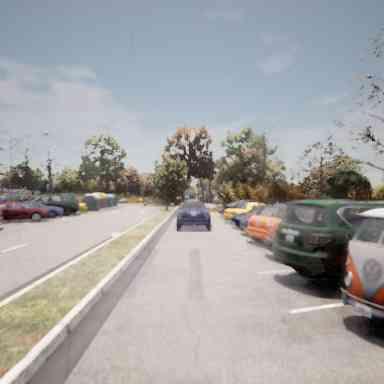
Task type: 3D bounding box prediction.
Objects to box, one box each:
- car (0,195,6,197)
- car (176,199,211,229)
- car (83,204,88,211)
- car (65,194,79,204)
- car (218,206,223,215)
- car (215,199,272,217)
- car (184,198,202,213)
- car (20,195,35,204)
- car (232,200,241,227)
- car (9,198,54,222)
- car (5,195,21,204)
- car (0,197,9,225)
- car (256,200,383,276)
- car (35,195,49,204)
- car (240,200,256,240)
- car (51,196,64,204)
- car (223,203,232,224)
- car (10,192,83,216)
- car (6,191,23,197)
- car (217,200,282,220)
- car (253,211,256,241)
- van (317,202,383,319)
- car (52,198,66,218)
[{"bbox_3d":[-28.938,1.216,50.585,2.002,1.452,4.674,1,-1,-19],"label":"car"},{"bbox_3d":[0.106,1.369,21.660,2.097,1.767,4.553,0,0,0],"label":"car"},{"bbox_3d":[-13.452,1.468,33.885,5.366,1.575,1.946,-1,1,-20],"label":"car"},{"bbox_3d":[-24.315,1.451,67.495,2.435,2.045,5.566,1,-3,-19],"label":"car"},{"bbox_3d":[5.010,1.504,24.670,5.366,1.575,1.946,1,0,-20],"label":"car"},{"bbox_3d":[4.853,1.509,31.389,4.892,1.521,2.231,1,0,-20],"label":"car"},{"bbox_3d":[0.135,1.486,37.981,1.882,1.535,5.008,0,0,0],"label":"car"},{"bbox_3d":[-33.371,1.579,67.626,2.185,1.767,4.553,1,-3,-19],"label":"car"},{"bbox_3d":[4.862,1.374,17.825,4.553,1.767,2.185,1,0,-20],"label":"car"},{"bbox_3d":[-13.322,1.487,24.884,5.008,1.535,2.097,-1,0,-20],"label":"car"},{"bbox_3d":[-36.398,1.580,67.663,2.185,1.767,4.553,1,-3,-19],"label":"car"},{"bbox_3d":[-13.312,1.356,18.866,4.553,1.767,2.185,-1,0,-20],"label":"car"},{"bbox_3d":[4.856,1.241,8.900,5.566,2.045,2.435,1,0,-20],"label":"car"},{"bbox_3d":[-30.334,1.576,67.523,2.185,1.767,4.553,1,-3,-19],"label":"car"},{"bbox_3d":[4.799,1.371,14.835,4.553,1.767,2.185,1,0,-20],"label":"car"},{"bbox_3d":[-27.319,1.703,67.511,2.231,1.521,4.892,1,-3,-19],"label":"car"},{"bbox_3d":[4.809,1.531,21.195,4.792,1.488,2.163,1,0,-20],"label":"car"},{"bbox_3d":[-13.317,1.230,30.910,5.566,2.045,2.435,-1,0,-20],"label":"car"},{"bbox_3d":[-25.962,0.923,50.525,2.435,2.045,5.566,1,-1,-19],"label":"car"},{"bbox_3d":[4.836,1.508,27.994,4.892,1.521,2.231,1,0,-20],"label":"car"},{"bbox_3d":[4.829,1.535,11.862,4.674,1.452,2.002,1,0,-20],"label":"car"},{"bbox_3d":[4.720,1.263,5.869,4.442,1.987,1.878,1,0,-20],"label":"van"},{"bbox_3d":[-13.304,1.527,27.909,4.674,1.452,2.002,-1,0,-20],"label":"car"}]
